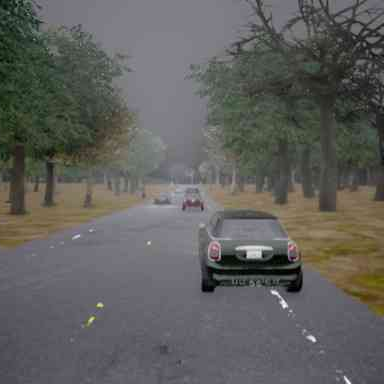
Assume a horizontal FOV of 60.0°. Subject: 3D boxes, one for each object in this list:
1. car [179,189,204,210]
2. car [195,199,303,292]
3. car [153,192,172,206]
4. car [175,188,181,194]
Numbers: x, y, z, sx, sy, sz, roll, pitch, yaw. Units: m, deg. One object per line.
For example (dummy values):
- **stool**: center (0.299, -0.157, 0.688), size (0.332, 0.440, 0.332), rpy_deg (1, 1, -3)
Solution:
- **car**: center (0.118, 0.819, 33.715), size (2.097, 1.767, 4.553), rpy_deg (0, 1, 0)
- **car**: center (1.238, 1.225, 8.718), size (2.097, 1.767, 4.553), rpy_deg (0, 1, 0)
- **car**: center (-3.523, 0.832, 40.649), size (1.837, 1.490, 4.892), rpy_deg (0, 1, 0)
- **car**: center (-3.357, -0.166, 83.770), size (1.812, 1.442, 4.674), rpy_deg (0, 1, 0)
